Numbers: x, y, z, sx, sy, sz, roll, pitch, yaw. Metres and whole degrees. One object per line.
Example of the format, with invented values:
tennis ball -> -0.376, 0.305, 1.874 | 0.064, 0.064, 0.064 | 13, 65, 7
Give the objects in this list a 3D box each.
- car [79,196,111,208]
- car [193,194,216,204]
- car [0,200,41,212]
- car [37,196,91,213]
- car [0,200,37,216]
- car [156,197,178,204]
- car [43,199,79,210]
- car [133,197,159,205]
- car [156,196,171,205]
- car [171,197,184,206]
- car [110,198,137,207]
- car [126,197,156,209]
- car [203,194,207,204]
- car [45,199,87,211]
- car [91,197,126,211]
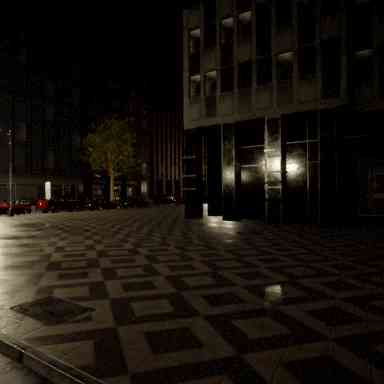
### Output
car -> -14.341, 1.484, 49.325 | 1.967, 1.590, 4.097 | -1, 0, 35
car -> 2.381, 1.283, 63.018 | 2.097, 1.767, 4.553 | -1, 0, 35
car -> -20.763, 1.642, 40.055 | 1.947, 1.339, 4.313 | -1, 0, 35
car -> -13.761, 1.290, 35.198 | 2.192, 1.841, 5.009 | -1, 0, 35
car -> -16.970, 1.576, 30.562 | 1.802, 1.307, 4.206 | -1, 0, 35
car -> -4.703, 1.574, 63.231 | 1.947, 1.339, 4.313 | -1, 0, 35
car -> -17.551, 1.641, 44.690 | 1.802, 1.307, 4.206 | -1, 0, 35
car -> -8.012, 1.544, 58.455 | 1.752, 1.417, 4.829 | -1, 0, 35
car -> -5.293, 1.476, 57.424 | 2.128, 1.511, 4.902 | -1, 0, 35
car -> -0.913, 1.462, 53.735 | 1.887, 1.381, 4.507 | -1, 0, 35
car -> -11.127, 1.612, 53.960 | 1.802, 1.307, 4.206 | -1, 0, 35
car -> -7.336, 1.509, 44.465 | 1.947, 1.339, 4.313 | -1, 0, 35
car -> 2.298, 1.222, 58.371 | 2.192, 1.841, 5.009 | -1, 0, 35
car -> -15.938, 1.631, 42.179 | 1.895, 1.301, 4.718 | -1, 0, 35
car -> -10.547, 1.524, 39.831 | 1.947, 1.339, 4.313 | -1, 0, 35
